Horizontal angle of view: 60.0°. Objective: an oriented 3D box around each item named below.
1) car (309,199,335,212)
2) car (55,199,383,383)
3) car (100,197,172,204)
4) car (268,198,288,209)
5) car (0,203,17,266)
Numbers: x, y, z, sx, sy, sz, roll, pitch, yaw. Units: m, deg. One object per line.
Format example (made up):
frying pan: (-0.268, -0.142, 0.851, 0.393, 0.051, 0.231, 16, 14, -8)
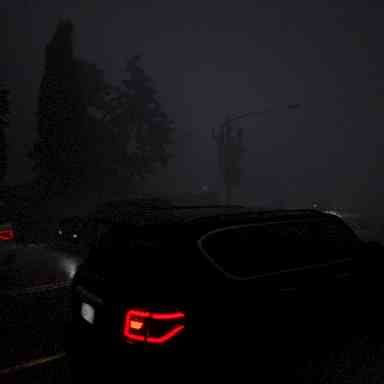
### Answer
car: (16.781, 1.672, 43.072, 2.128, 1.511, 4.902, -1, -1, 9)
car: (1.119, 1.224, 4.798, 5.566, 2.045, 2.150, 0, 0, -38)
car: (-3.152, 1.260, 15.065, 5.566, 2.045, 2.150, 0, 0, -41)
car: (14.002, 1.849, 54.413, 1.882, 1.535, 5.008, -1, -1, -3)
car: (-7.127, 1.245, 7.592, 5.566, 2.045, 2.150, 0, 0, -36)
